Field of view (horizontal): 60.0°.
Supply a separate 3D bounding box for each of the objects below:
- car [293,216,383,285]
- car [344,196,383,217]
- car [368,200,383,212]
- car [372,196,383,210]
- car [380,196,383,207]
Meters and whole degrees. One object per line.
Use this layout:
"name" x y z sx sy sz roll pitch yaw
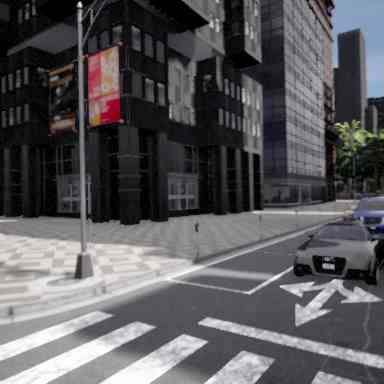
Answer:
"car" 4.474 1.634 9.792 1.994 1.385 4.181 -2 -1 35
"car" 9.818 1.298 17.496 2.150 2.045 5.566 -2 -1 35
"car" 23.372 1.745 41.632 1.802 1.307 4.206 -2 -1 35
"car" 26.465 1.485 46.091 2.192 1.841 5.009 -2 -1 35
"car" 32.662 1.500 54.999 2.192 1.841 5.009 -2 -1 35
